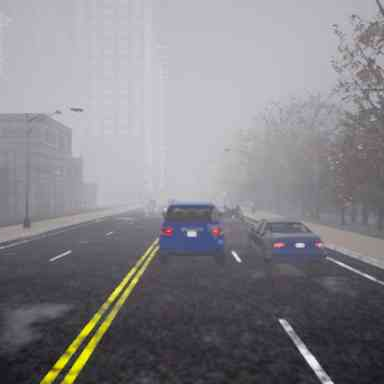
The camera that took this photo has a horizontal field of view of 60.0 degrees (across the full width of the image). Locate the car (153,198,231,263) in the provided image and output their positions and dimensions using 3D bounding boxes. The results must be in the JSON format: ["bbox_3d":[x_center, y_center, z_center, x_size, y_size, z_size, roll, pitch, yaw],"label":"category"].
[{"bbox_3d":[0.008,1.352,12.569,2.150,2.045,5.566,0,0,0],"label":"car"}]

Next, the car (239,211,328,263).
[{"bbox_3d":[3.257,1.675,12.515,2.033,1.411,5.357,0,-1,0],"label":"car"}]

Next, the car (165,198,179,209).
[{"bbox_3d":[-3.332,1.883,55.655,2.097,1.767,4.553,0,0,0],"label":"car"}]

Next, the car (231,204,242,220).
[{"bbox_3d":[3.266,1.779,28.498,2.128,1.511,4.902,0,0,0],"label":"car"}]

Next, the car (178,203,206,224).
[{"bbox_3d":[0.016,1.779,28.507,2.128,1.511,4.902,0,0,0],"label":"car"}]

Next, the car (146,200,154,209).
[{"bbox_3d":[-6.583,2.056,55.505,1.812,1.442,4.674,0,0,0],"label":"car"}]
